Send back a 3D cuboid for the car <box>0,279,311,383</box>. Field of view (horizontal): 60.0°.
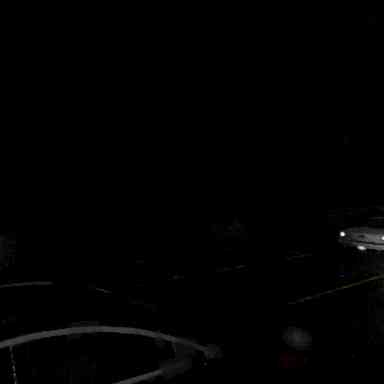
[{"bbox_3d":[-1.085,1.492,2.537,4.902,1.511,2.128,0,0,-36],"label":"car"}]

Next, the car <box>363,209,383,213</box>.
[{"bbox_3d":[9.998,1.567,17.645,4.313,1.339,1.947,0,0,-36],"label":"car"}]

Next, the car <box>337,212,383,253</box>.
[{"bbox_3d":[7.597,1.601,12.661,4.718,1.301,1.895,0,0,-36],"label":"car"}]
